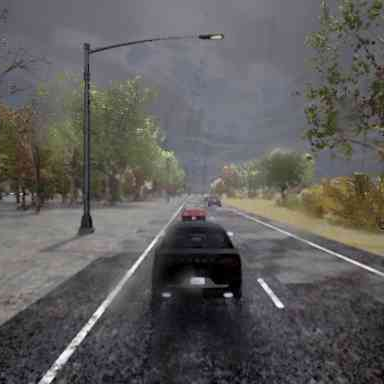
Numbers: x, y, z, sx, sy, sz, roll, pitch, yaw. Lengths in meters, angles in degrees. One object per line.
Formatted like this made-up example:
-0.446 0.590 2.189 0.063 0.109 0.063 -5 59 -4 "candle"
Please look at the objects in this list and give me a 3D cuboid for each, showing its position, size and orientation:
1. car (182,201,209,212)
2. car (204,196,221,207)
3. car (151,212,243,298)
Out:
0.131 1.669 26.971 1.895 1.301 4.718 0 0 0 "car"
3.664 1.498 56.086 2.097 1.767 4.553 0 0 0 "car"
0.108 1.500 8.623 1.882 1.535 5.008 0 0 0 "car"
